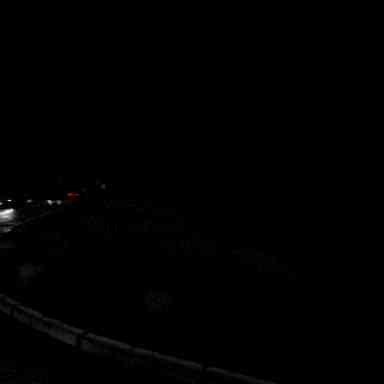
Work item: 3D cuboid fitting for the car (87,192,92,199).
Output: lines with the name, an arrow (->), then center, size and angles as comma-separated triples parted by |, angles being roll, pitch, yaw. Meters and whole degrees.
car -> -19.154, 0.642, 59.358 | 1.895, 1.301, 4.718 | -1, 1, -11

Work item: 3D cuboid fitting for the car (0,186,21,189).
car -> -25.748, 0.324, 42.859 | 5.566, 2.045, 2.435 | -1, 0, -11

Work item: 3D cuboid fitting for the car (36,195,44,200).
car -> -27.843, 0.612, 54.825 | 5.366, 1.575, 1.946 | -1, 0, -11

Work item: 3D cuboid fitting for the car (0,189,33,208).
car -> -17.433, 0.719, 32.088 | 2.128, 1.511, 4.902 | -1, 1, -11

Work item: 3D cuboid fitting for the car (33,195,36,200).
car -> -27.504, 0.467, 51.920 | 4.553, 1.767, 2.185 | -1, 0, -11

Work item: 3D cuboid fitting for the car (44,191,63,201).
car -> -21.142, 0.605, 52.292 | 2.033, 1.411, 5.357 | -1, 0, -11

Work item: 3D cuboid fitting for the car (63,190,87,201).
car -> -17.231, 0.526, 49.088 | 1.837, 1.490, 4.892 | -1, 0, -11
